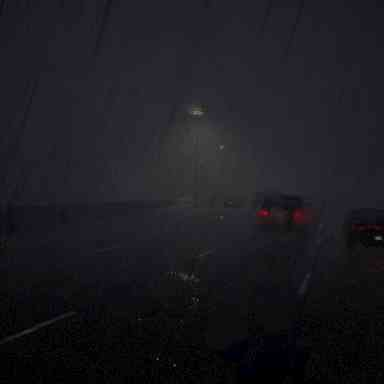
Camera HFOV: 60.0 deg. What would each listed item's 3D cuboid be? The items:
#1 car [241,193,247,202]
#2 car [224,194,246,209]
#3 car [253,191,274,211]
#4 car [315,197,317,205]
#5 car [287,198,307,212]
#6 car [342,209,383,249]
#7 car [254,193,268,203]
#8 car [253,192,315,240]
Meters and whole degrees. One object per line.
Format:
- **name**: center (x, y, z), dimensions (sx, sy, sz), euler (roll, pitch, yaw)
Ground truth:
- **car**: center (9.006, 1.027, 60.772), dimensions (1.882, 1.535, 5.008), euler (1, 0, 7)
- **car**: center (5.040, 1.249, 40.306), dimensions (1.994, 1.385, 4.181), euler (1, 1, 14)
- **car**: center (8.255, 0.975, 38.031), dimensions (2.150, 2.045, 5.566), euler (1, 1, 14)
- **car**: center (18.337, 1.275, 52.134), dimensions (1.837, 1.490, 4.892), euler (2, 1, 9)
- **car**: center (11.609, 1.416, 36.876), dimensions (1.895, 1.301, 4.718), euler (1, 1, 15)
- **car**: center (7.453, 1.448, 13.936), dimensions (1.882, 1.535, 5.008), euler (2, 1, 22)
- **car**: center (12.491, 1.083, 60.365), dimensions (1.882, 1.535, 5.008), euler (1, 0, 7)
- **car**: center (4.861, 1.127, 16.956), dimensions (2.150, 2.045, 5.566), euler (1, 1, 22)
